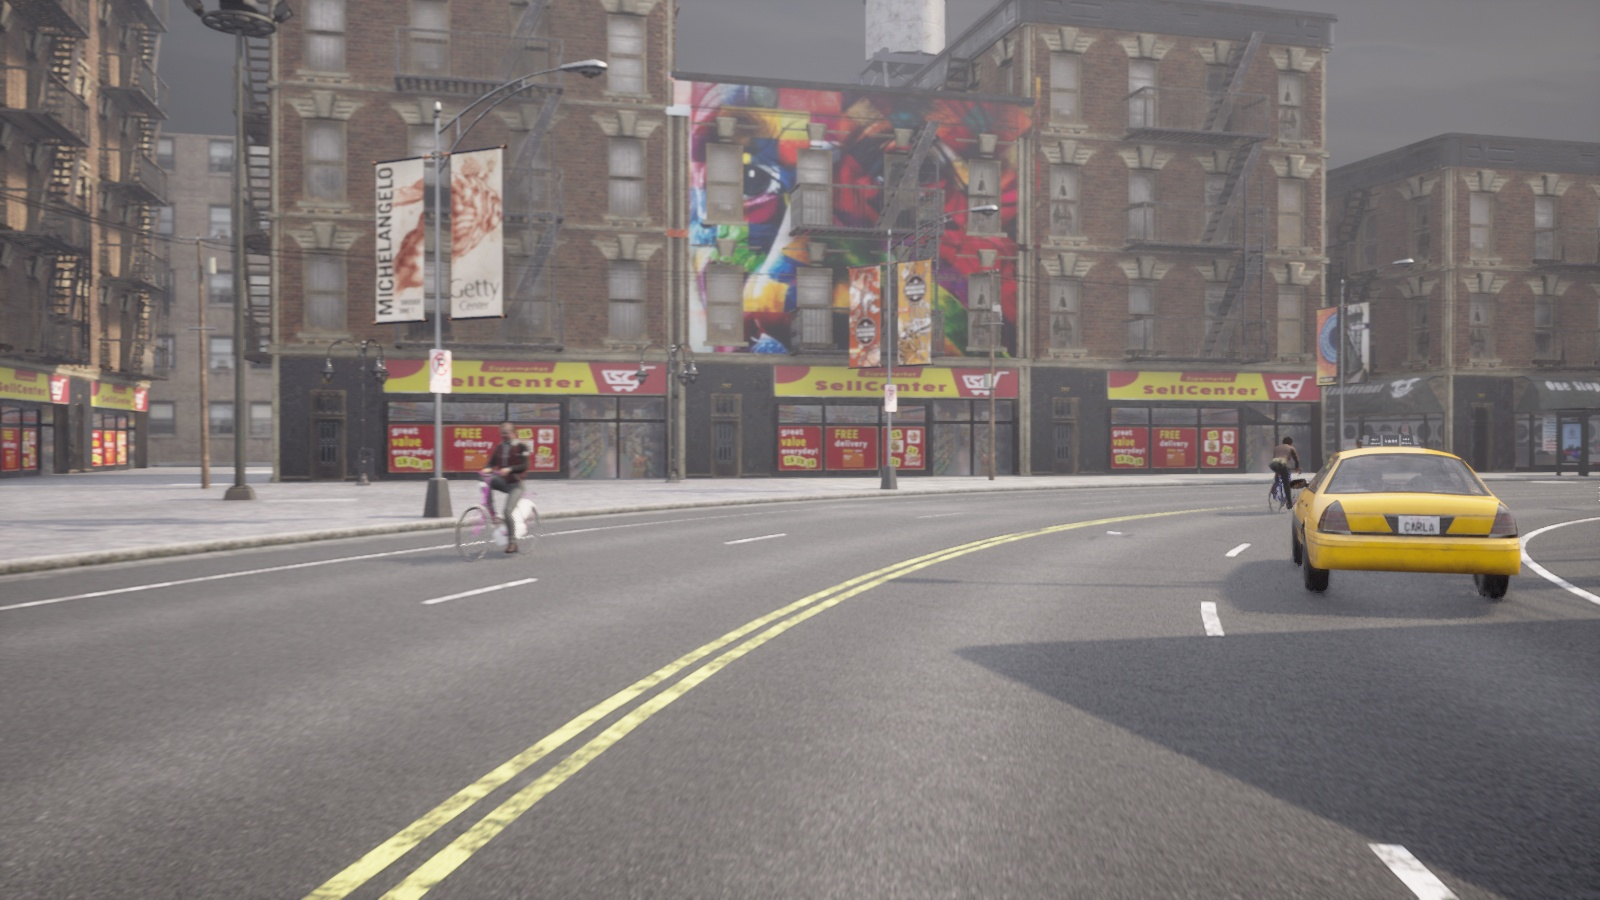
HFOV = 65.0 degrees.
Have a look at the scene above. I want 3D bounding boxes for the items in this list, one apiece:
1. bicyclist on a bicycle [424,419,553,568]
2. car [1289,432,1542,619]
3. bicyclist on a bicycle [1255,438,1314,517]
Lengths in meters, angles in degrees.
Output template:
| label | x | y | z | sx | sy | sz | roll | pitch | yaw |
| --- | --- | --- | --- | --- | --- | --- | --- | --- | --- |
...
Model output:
| label | x | y | z | sx | sy | sz | roll | pitch | yaw |
| --- | --- | --- | --- | --- | --- | --- | --- | --- | --- |
| bicyclist on a bicycle | -3.921 | 0.520 | 15.943 | 0.659 | 1.776 | 1.843 | 0 | 0 | 20 |
| car | 6.286 | 0.620 | 13.400 | 1.801 | 1.575 | 5.366 | 0 | 0 | 19 |
| bicyclist on a bicycle | 10.224 | 0.567 | 26.486 | 0.582 | 1.620 | 1.656 | 1 | 1 | 42 |
